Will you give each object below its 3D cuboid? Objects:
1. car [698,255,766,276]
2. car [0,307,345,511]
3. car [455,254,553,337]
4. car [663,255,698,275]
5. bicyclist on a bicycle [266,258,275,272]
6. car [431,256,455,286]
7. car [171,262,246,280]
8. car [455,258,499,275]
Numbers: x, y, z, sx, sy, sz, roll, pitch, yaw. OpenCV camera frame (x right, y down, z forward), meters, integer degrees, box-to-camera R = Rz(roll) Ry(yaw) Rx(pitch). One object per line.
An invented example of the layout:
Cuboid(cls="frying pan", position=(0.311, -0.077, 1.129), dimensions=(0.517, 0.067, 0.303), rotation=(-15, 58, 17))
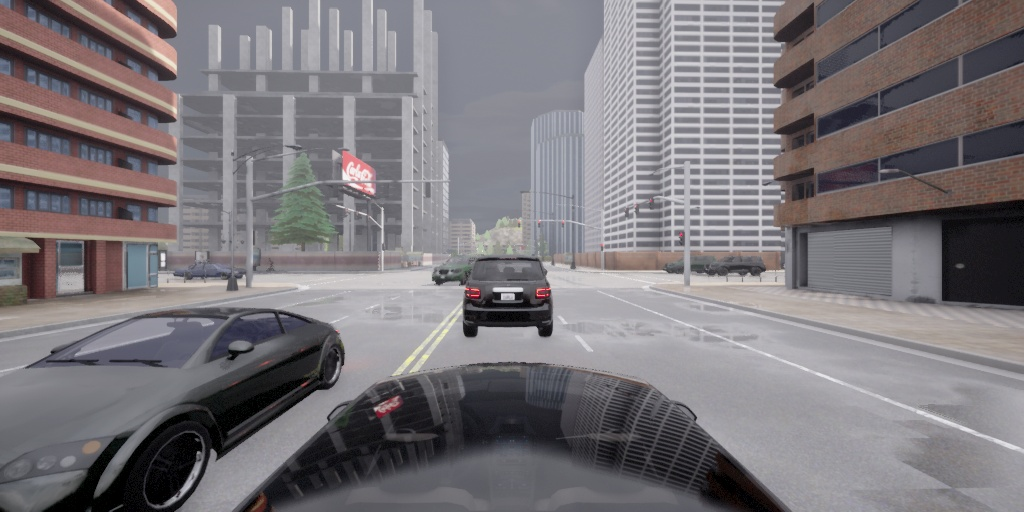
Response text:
Cuboid(cls="car", position=(22.015, 0.971, 35.561), dimensions=(5.566, 2.045, 2.150), rotation=(0, 0, -2))
Cuboid(cls="car", position=(-3.626, 1.314, 4.022), dimensions=(1.994, 1.385, 4.181), rotation=(0, 0, -1))
Cuboid(cls="car", position=(-0.116, 0.971, 10.421), dimensions=(2.150, 2.045, 5.566), rotation=(0, 0, -1))
Cuboid(cls="car", position=(19.394, 0.964, 38.992), dimensions=(5.566, 2.045, 2.150), rotation=(-1, 0, -1))
Cuboid(cls="bicyclist on a bicycle", position=(-28.682, 1.051, 42.559), dimensions=(0.582, 1.620, 1.656), rotation=(0, 0, -1))
Cuboid(cls="car", position=(-3.368, 0.971, 24.999), dimensions=(2.150, 2.045, 5.566), rotation=(-1, 0, 21))
Cuboid(cls="car", position=(-25.608, 1.297, 30.650), dimensions=(5.357, 1.411, 2.033), rotation=(0, 0, -1))
Cuboid(cls="car", position=(-3.672, 1.102, 38.408), dimensions=(4.553, 1.767, 2.097), rotation=(0, 0, -1))
